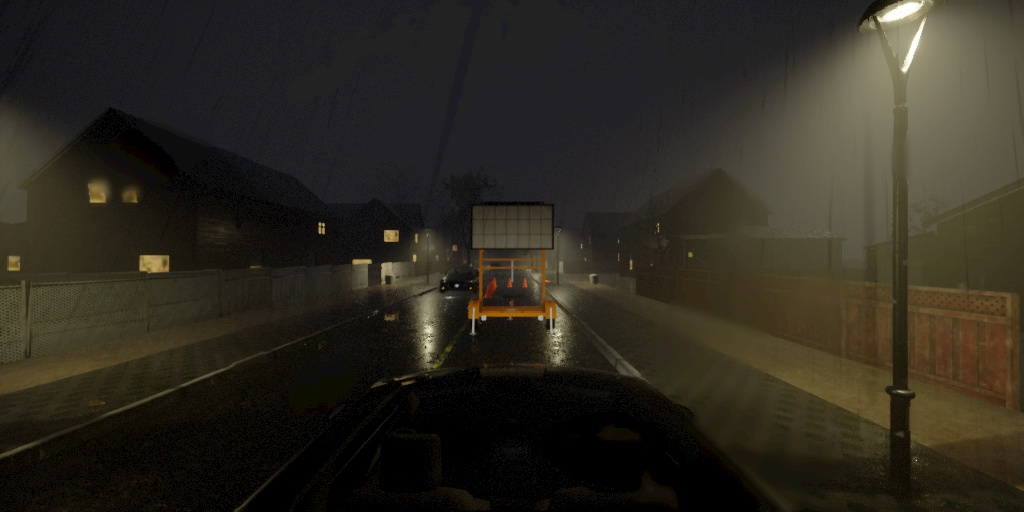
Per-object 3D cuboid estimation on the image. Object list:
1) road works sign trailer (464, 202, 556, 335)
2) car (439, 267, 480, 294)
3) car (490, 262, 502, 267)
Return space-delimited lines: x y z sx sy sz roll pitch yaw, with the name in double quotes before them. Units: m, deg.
"road works sign trailer" 0.010 0.220 10.546 2.380 3.560 2.880 0 0 0
"car" -2.833 1.342 20.418 1.994 1.385 4.181 0 0 0
"car" -2.766 1.610 61.897 1.895 1.301 4.718 0 0 0
